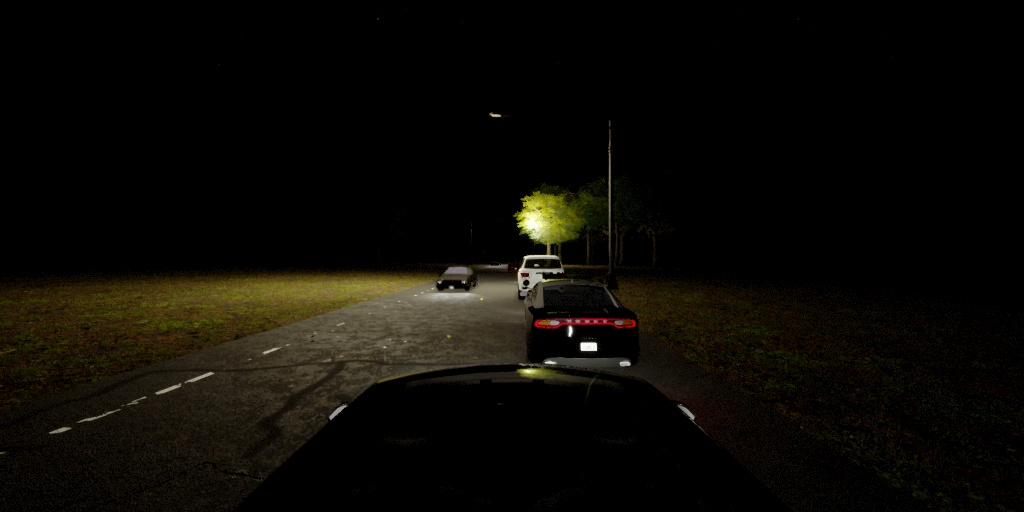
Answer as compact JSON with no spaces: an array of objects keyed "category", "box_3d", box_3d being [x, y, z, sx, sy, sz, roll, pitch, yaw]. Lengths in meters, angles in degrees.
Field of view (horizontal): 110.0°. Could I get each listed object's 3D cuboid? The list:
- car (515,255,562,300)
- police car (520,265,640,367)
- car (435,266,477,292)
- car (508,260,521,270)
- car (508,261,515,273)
[{"category":"car","box_3d":[1.382,0.988,17.970,2.150,2.045,5.566,0,0,1]},{"category":"police car","box_3d":[1.216,1.175,8.025,1.930,1.638,5.238,0,0,1]},{"category":"car","box_3d":[-3.226,1.316,21.912,2.033,1.411,5.357,0,0,1]},{"category":"car","box_3d":[0.332,1.402,57.063,1.994,1.385,4.181,0,-1,-1]},{"category":"car","box_3d":[0.462,1.342,45.755,1.812,1.442,4.674,0,0,0]}]
